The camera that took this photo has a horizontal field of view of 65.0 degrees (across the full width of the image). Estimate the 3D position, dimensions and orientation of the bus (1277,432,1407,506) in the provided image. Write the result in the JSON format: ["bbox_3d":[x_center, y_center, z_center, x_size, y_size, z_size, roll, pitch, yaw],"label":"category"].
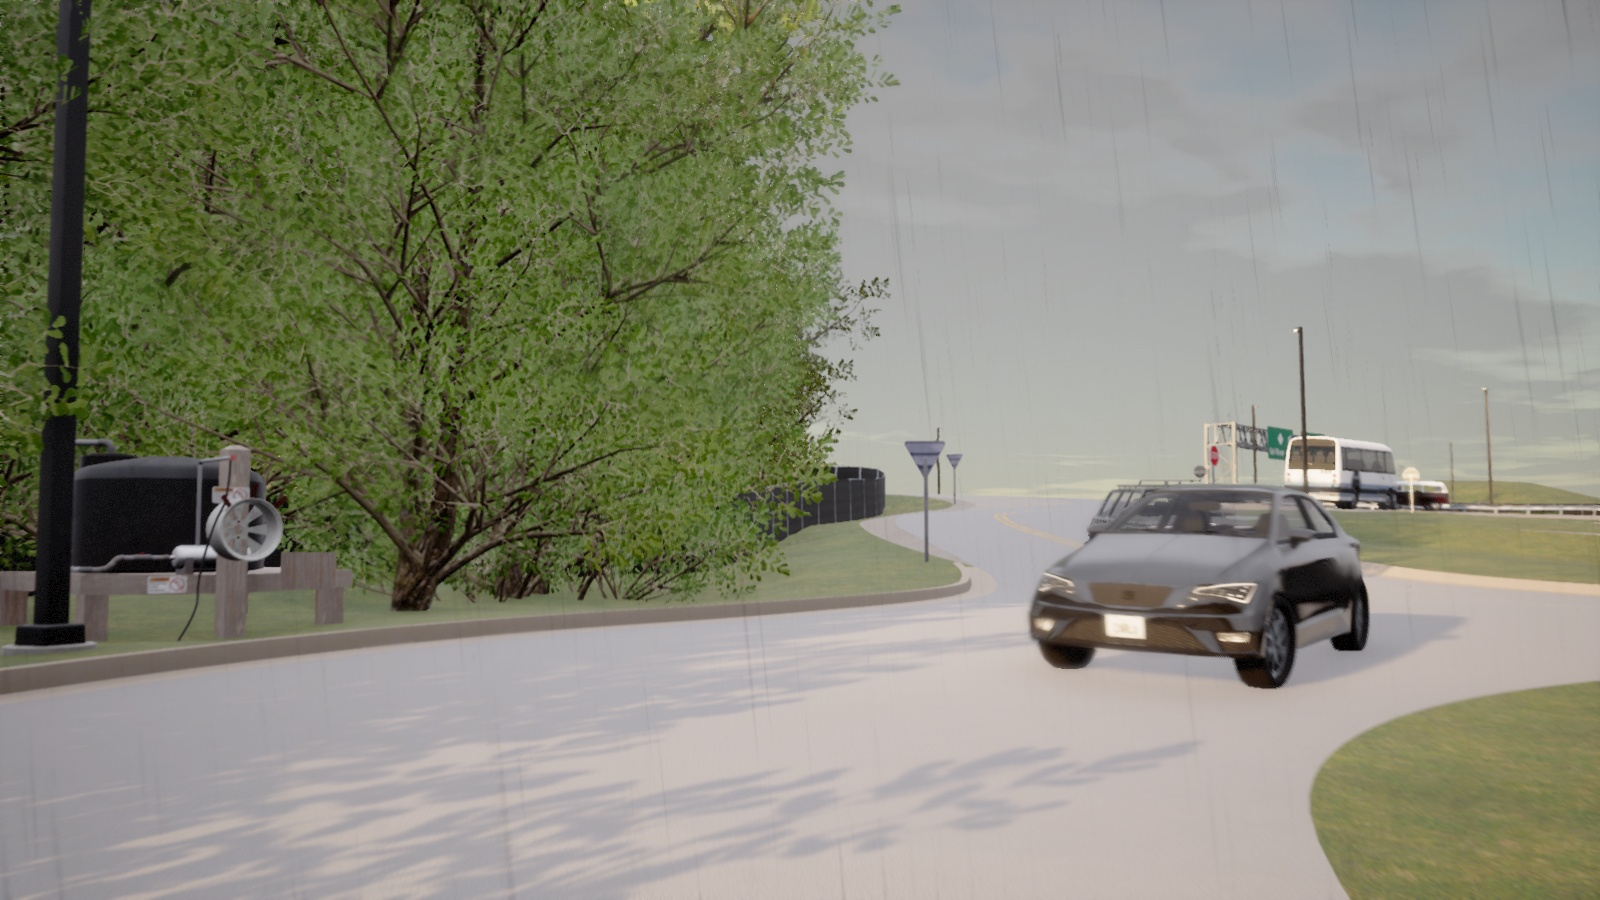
[{"bbox_3d":[33.541,1.227,77.456,3.944,4.253,10.273,1,-2,44],"label":"bus"}]

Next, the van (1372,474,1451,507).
[{"bbox_3d":[41.627,2.784,85.593,4.480,2.038,2.069,1,-3,13],"label":"van"}]

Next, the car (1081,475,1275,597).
[{"bbox_3d":[6.322,1.393,21.613,1.932,1.855,4.605,0,-2,0],"label":"car"}]

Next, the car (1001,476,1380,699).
[{"bbox_3d":[3.454,0.989,10.542,1.816,1.474,4.193,-1,-3,35],"label":"car"}]
